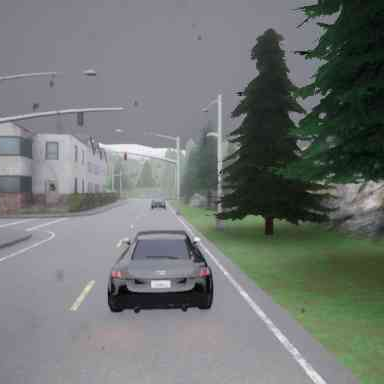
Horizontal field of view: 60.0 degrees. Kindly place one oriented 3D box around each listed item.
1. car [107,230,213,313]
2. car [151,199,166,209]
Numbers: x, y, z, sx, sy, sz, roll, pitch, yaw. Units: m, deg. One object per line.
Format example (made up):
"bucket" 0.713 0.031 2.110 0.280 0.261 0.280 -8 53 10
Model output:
"car" -0.697 1.561 7.750 1.994 1.385 4.181 0 0 -5
"car" -4.448 1.587 43.909 1.895 1.301 4.718 0 0 -6
